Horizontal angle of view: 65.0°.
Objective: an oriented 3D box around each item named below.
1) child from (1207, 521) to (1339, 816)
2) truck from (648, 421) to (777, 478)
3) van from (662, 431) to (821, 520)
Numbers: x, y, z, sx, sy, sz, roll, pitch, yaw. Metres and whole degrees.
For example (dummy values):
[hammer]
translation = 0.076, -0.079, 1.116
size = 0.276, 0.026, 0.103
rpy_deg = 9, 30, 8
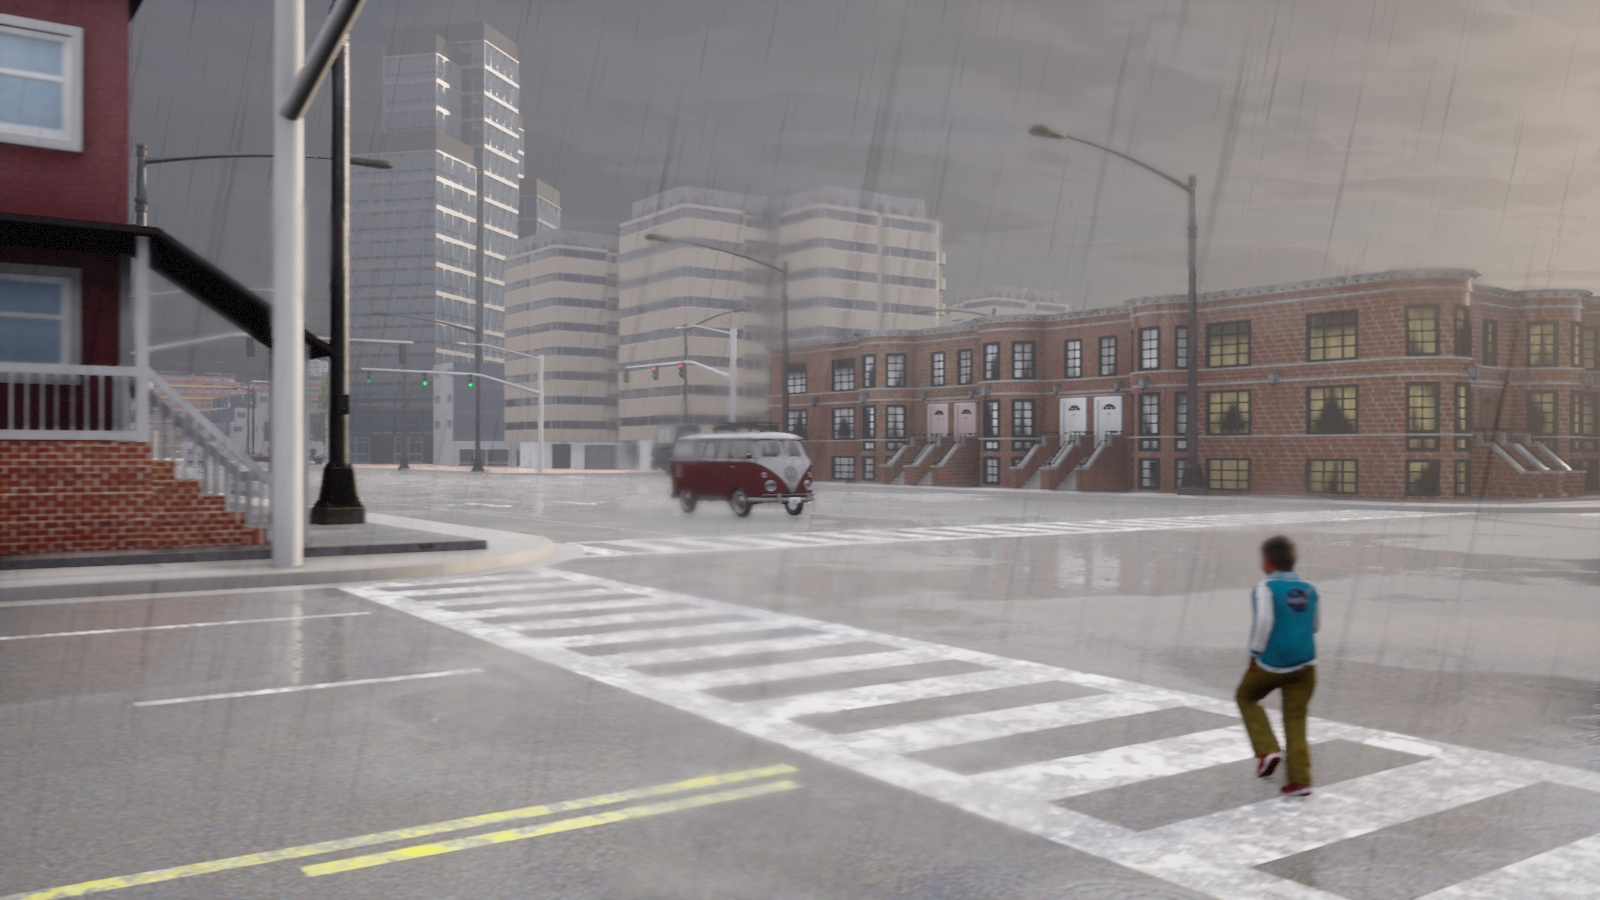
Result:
[child]
translation = 2.047, 0.919, 5.456
size = 0.343, 1.192, 0.448
rpy_deg = 0, 0, -13
[truck]
translation = -5.564, -0.028, 80.541
size = 7.936, 3.462, 2.891
rpy_deg = 0, 0, -35
[van]
translation = -1.506, 0.576, 30.560
size = 1.775, 1.987, 4.442
rpy_deg = 0, 0, -35
